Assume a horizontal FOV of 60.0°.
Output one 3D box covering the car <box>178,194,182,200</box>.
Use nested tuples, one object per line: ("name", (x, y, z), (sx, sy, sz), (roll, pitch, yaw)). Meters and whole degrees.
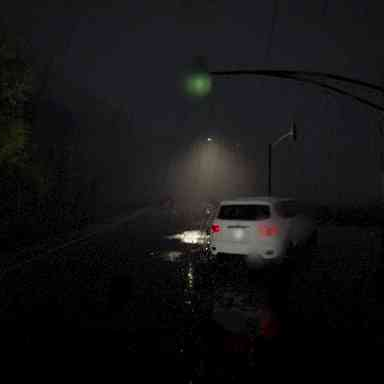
("car", (-3.510, 1.216, 80.325), (2.128, 1.511, 4.902), (0, 0, 0))

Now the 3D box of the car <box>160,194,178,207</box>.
("car", (-3.406, 1.330, 46.601), (1.837, 1.490, 4.892), (0, 0, 0))

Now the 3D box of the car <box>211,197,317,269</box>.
("car", (2.641, 1.183, 11.362), (2.150, 2.045, 5.566), (-1, 0, 31))
